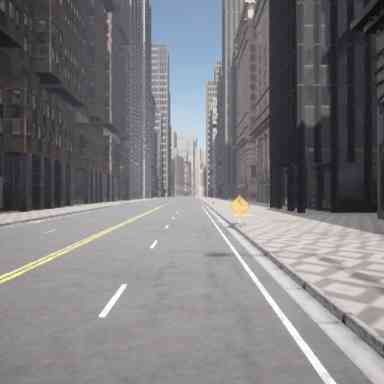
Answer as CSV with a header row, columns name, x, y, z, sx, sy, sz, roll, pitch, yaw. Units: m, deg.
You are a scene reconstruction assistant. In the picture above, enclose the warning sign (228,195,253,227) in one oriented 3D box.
name,x,y,z,sx,sy,sz,roll,pitch,yaw
warning sign,2.841,1.120,19.759,1.300,1.860,1.060,-1,-1,0
